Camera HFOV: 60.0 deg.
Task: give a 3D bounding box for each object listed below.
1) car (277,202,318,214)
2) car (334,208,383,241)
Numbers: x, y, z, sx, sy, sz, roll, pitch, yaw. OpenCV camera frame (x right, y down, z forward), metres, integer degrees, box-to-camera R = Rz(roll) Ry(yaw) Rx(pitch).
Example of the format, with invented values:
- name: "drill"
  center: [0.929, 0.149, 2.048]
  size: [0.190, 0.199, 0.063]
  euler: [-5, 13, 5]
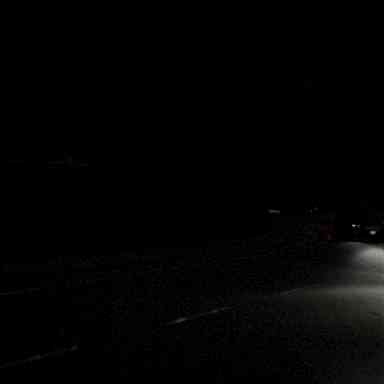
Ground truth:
- name: "car"
  center: [11.897, 1.803, 37.803]
  size: [1.895, 1.301, 4.718]
  euler: [0, 0, -26]
- name: "car"
  center: [8.844, 1.602, 17.612]
  size: [2.128, 1.511, 4.902]
  euler: [1, 0, 13]
